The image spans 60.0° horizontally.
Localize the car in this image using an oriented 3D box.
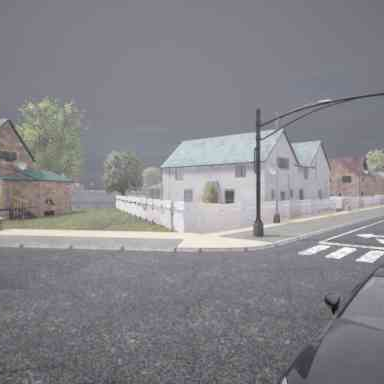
[{"bbox_3d":[2.573,1.525,3.480,1.812,1.442,4.674,0,0,42],"label":"car"}]
